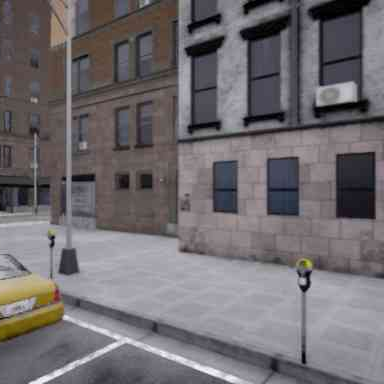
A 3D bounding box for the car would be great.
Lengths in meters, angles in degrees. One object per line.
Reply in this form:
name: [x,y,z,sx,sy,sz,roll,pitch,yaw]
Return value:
car: [-4.222,1.522,5.837,4.829,1.417,1.752,0,0,36]
